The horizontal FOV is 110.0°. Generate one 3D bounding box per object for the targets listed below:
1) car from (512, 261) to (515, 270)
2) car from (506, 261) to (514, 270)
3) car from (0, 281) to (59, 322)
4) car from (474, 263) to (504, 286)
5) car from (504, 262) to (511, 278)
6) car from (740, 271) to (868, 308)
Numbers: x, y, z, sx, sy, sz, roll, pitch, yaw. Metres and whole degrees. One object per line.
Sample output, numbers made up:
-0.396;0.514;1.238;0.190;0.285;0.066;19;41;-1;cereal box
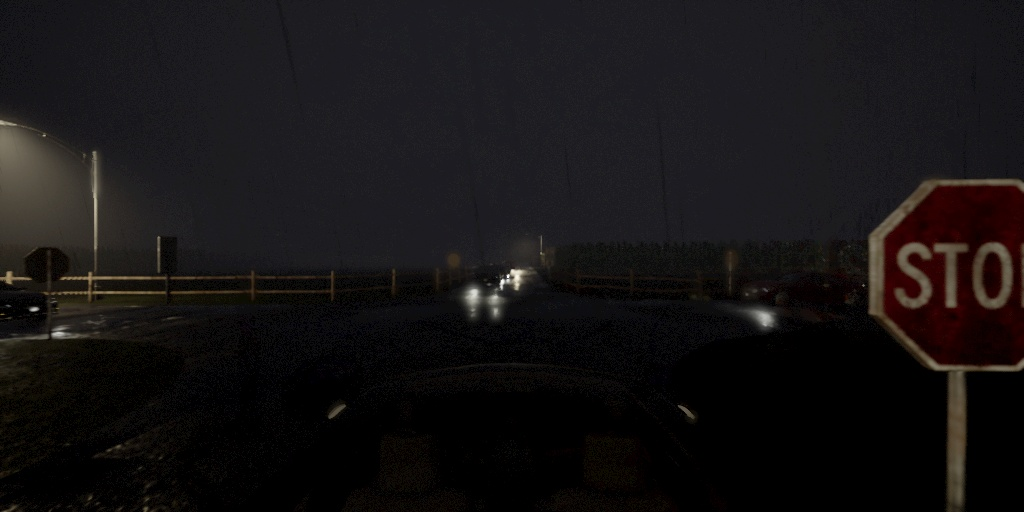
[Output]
-0.527;1.651;64.159;2.097;1.767;4.553;0;0;2;car
-1.156;1.754;48.116;1.895;1.301;4.718;0;0;2;car
-17.164;1.410;11.066;4.892;1.490;1.837;0;0;0;car
-1.830;1.464;28.054;1.882;1.535;5.008;0;-1;1;car
-1.519;1.635;38.034;1.994;1.385;4.181;0;0;2;car
12.189;1.341;15.102;4.674;1.442;1.812;0;0;-1;car
